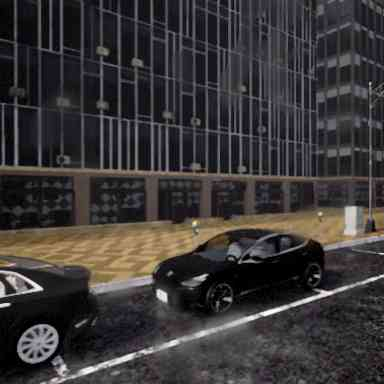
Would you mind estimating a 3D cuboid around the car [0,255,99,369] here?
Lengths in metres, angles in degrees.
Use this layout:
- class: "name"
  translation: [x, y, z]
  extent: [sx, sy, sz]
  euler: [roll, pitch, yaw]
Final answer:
- class: "car"
  translation: [-3.416, 1.554, 4.119]
  extent: [4.403, 1.369, 2.008]
  euler: [-1, 1, -35]

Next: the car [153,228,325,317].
- class: "car"
  translation: [1.219, 1.527, 7.424]
  extent: [4.313, 1.339, 1.947]
  euler: [-1, 1, -35]
